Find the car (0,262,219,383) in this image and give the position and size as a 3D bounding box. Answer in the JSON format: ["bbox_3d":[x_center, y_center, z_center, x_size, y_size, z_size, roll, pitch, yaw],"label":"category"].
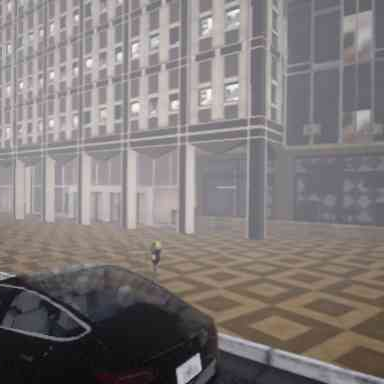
[{"bbox_3d":[-1.716,1.577,4.083,4.313,1.339,1.947,0,1,35],"label":"car"}]
